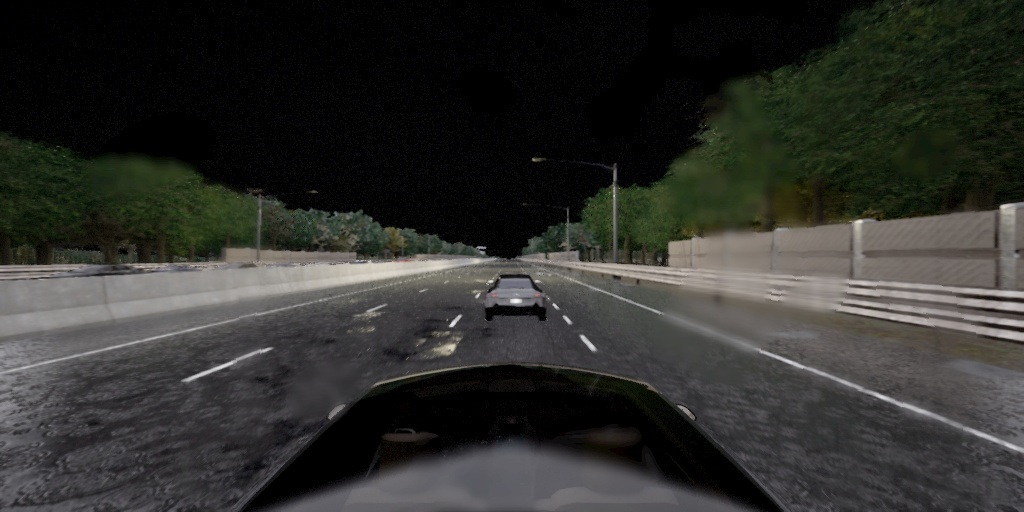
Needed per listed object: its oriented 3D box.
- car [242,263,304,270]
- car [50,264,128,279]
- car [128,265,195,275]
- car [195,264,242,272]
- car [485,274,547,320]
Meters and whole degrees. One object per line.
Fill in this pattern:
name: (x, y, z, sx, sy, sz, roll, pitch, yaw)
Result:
car: (-17.587, 1.316, 27.498, 2.128, 1.511, 4.902, 0, 0, 0)
car: (-28.090, 1.314, 24.487, 1.837, 1.490, 4.892, 0, 0, 0)
car: (-24.588, 1.382, 26.110, 1.994, 1.385, 4.181, 0, 0, 0)
car: (-21.088, 1.329, 27.541, 1.837, 1.490, 4.892, 0, 0, 0)
car: (0.096, 1.333, 12.827, 1.994, 1.385, 4.181, 0, 0, -1)
